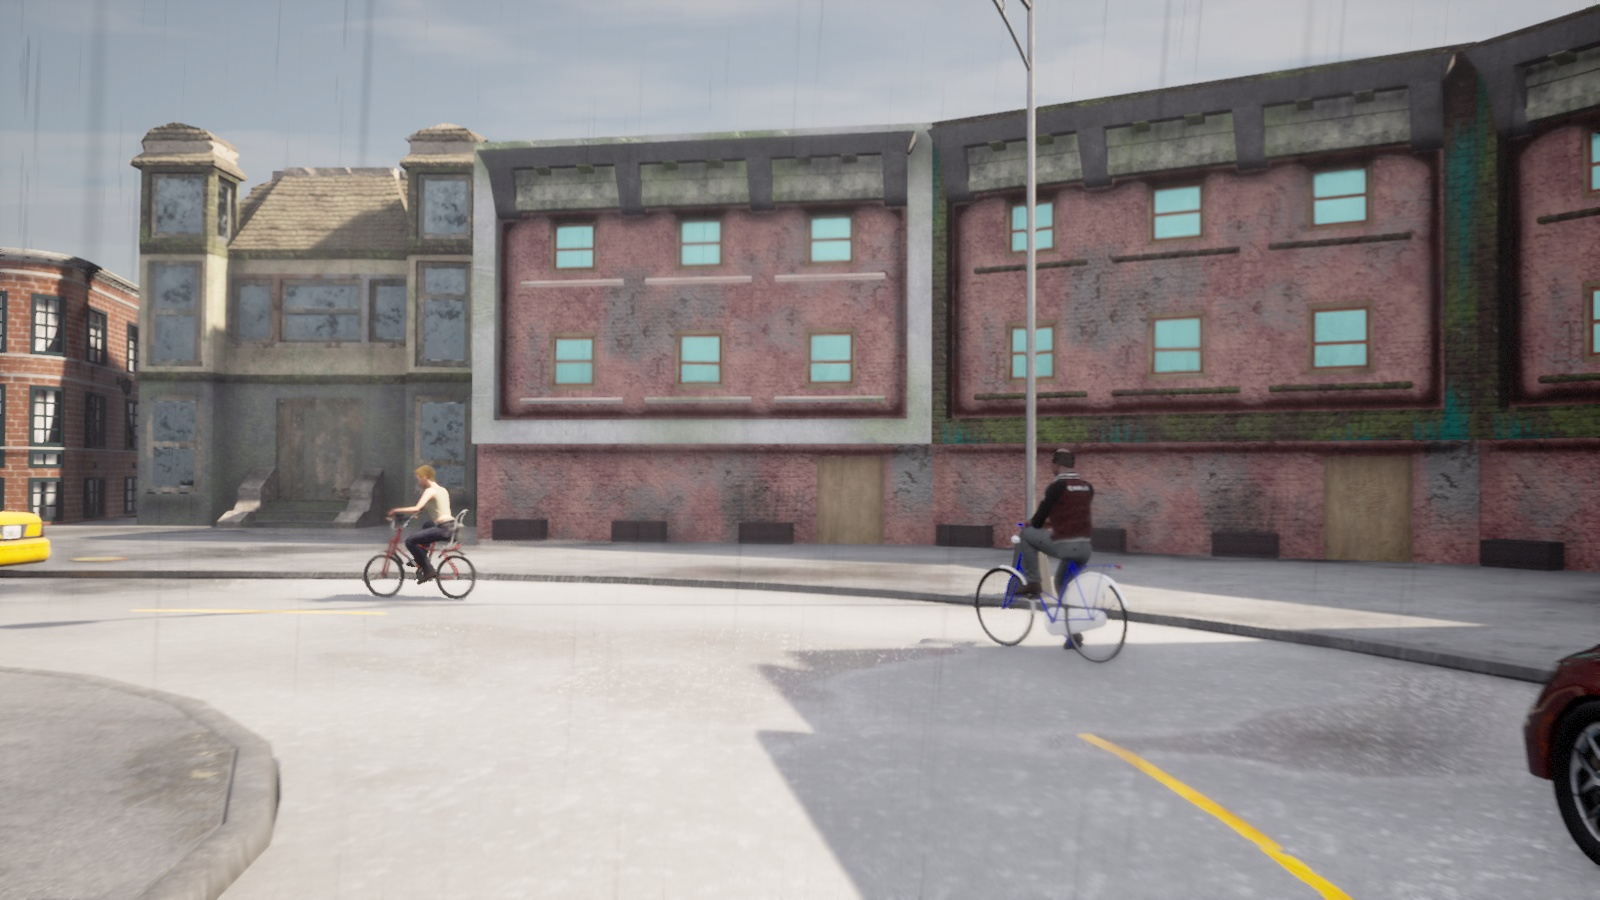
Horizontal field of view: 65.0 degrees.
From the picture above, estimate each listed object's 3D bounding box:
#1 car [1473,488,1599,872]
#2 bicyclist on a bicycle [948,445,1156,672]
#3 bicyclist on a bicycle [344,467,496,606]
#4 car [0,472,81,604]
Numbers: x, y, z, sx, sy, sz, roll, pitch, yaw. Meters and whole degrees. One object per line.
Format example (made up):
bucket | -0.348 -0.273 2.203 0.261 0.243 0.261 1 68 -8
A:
car | 4.004 0.874 3.664 1.816 1.474 4.193 0 -1 0
bicyclist on a bicycle | 2.113 0.859 10.782 0.659 1.776 1.843 0 -1 -31
bicyclist on a bicycle | -4.584 1.026 15.181 1.509 1.612 0.866 -1 -1 13
car | -12.247 1.069 15.791 5.366 1.575 1.801 0 -1 0
